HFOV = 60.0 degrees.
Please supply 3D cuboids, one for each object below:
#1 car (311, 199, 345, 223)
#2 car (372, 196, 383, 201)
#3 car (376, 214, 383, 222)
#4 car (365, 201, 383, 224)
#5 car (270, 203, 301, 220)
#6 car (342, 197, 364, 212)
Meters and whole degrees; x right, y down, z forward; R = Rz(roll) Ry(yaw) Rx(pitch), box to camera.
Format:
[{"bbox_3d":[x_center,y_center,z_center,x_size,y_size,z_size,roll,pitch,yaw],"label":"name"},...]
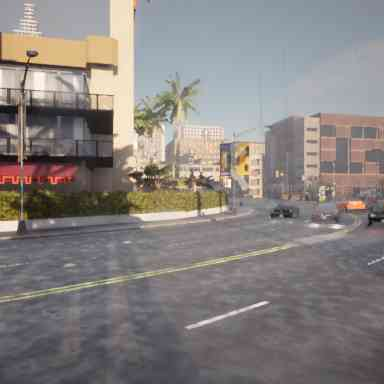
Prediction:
[{"bbox_3d":[10.359,1.514,25.357,1.812,1.442,4.674,0,0,28],"label":"car"},{"bbox_3d":[22.028,1.549,39.161,1.994,1.385,4.181,0,0,7],"label":"car"},{"bbox_3d":[7.602,1.475,10.274,5.008,1.535,1.882,0,0,-44],"label":"car"},{"bbox_3d":[13.650,1.592,23.713,1.895,1.301,4.718,0,0,30],"label":"car"},{"bbox_3d":[8.016,1.586,28.344,1.895,1.301,4.718,0,0,25],"label":"car"},{"bbox_3d":[18.556,1.336,39.326,2.097,1.767,4.553,0,0,8],"label":"car"}]
